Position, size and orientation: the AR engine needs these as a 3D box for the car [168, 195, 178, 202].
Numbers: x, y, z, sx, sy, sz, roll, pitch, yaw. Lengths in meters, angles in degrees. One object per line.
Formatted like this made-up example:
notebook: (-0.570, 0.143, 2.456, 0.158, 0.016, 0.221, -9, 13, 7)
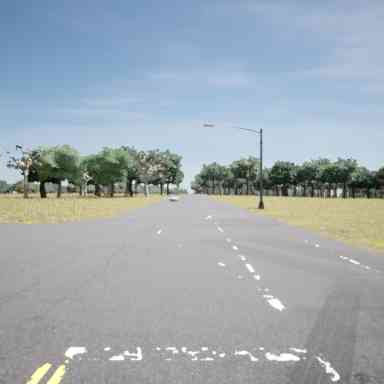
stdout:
car: (-3.952, 1.317, 69.977, 1.812, 1.442, 4.674, 0, 0, -1)
